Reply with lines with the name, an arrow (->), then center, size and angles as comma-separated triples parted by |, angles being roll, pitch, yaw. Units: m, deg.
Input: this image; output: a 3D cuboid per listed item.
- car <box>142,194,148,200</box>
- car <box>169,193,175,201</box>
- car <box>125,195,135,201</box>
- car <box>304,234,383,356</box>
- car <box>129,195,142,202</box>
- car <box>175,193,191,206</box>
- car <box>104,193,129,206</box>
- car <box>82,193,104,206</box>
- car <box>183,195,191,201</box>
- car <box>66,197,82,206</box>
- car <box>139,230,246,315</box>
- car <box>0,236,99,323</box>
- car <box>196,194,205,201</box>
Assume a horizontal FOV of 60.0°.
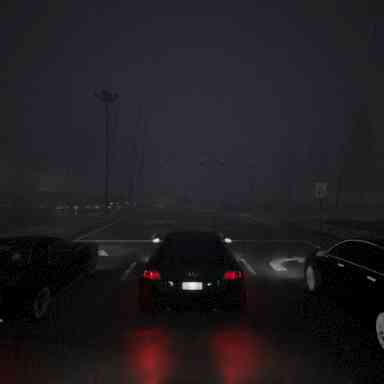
car -> -12.806, 1.426, 87.876 | 1.837, 1.490, 4.892 | 0, 0, 0
car -> -4.805, 1.220, 86.402 | 2.150, 2.045, 5.566 | 0, 0, 0
car -> -16.306, 1.435, 87.432 | 1.837, 1.490, 4.892 | 0, 0, 0
car -> 3.503, 1.505, 5.836 | 1.837, 1.490, 4.892 | 0, 0, 0
car -> -12.803, 1.500, 72.506 | 1.837, 1.490, 4.892 | 0, 0, 0
car -> -1.299, 1.352, 55.393 | 2.097, 1.767, 4.553 | 0, 0, 0
car -> -12.885, 1.221, 56.923 | 2.150, 2.045, 5.566 | 0, 0, 1
car -> -16.369, 1.221, 56.994 | 2.150, 2.045, 5.566 | 0, 0, 1
car -> -1.306, 1.521, 86.765 | 2.128, 1.511, 4.902 | 0, 0, 0
car -> -19.873, 1.526, 56.759 | 1.812, 1.442, 4.674 | 0, 0, 0
car -> 0.006, 1.564, 7.659 | 1.994, 1.385, 4.181 | 0, 0, 0
car -> -3.495, 1.601, 7.158 | 1.895, 1.301, 4.718 | 0, 0, 0
car -> 2.194, 1.350, 86.719 | 2.097, 1.767, 4.553 | 0, 0, 0
